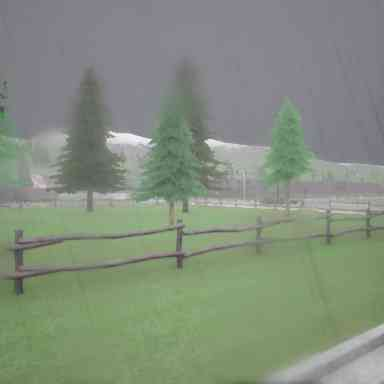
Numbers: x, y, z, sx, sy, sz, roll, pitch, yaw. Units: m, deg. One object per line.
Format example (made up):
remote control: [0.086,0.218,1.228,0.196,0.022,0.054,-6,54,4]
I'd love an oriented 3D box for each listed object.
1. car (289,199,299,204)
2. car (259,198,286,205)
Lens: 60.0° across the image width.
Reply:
car: [16.852,1.652,60.075,1.895,1.301,4.718,0,0,-35]
car: [13.988,1.652,58.063,1.895,1.301,4.718,0,0,-35]
